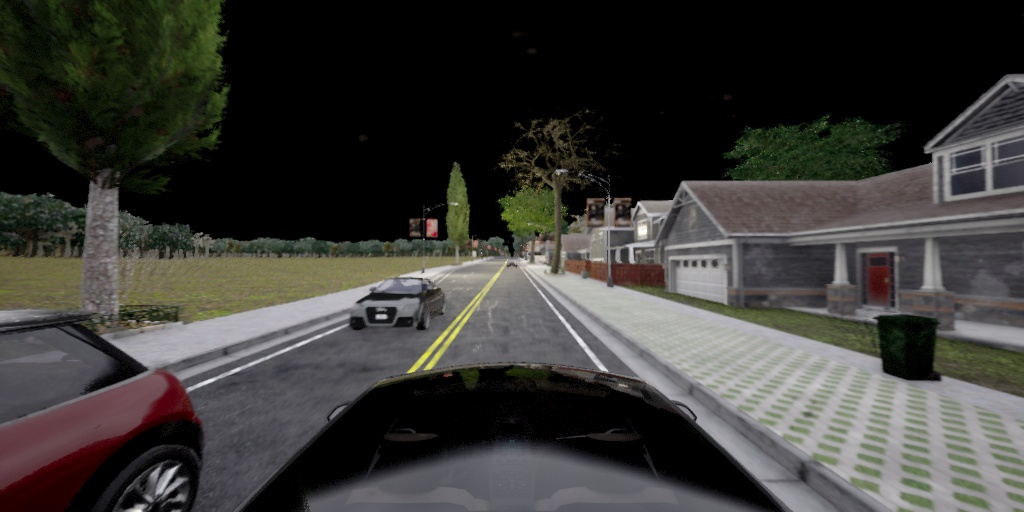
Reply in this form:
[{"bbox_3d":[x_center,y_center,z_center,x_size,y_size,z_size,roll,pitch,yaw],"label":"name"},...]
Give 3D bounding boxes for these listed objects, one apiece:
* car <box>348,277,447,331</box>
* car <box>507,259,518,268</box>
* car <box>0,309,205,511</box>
[{"bbox_3d":[-3.303,1.359,11.105,1.994,1.385,4.181,0,0,1],"label":"car"},{"bbox_3d":[0.006,1.411,62.492,1.895,1.301,4.718,0,0,0],"label":"car"},{"bbox_3d":[-3.342,1.095,0.708,2.097,1.767,4.553,0,0,0],"label":"car"}]
